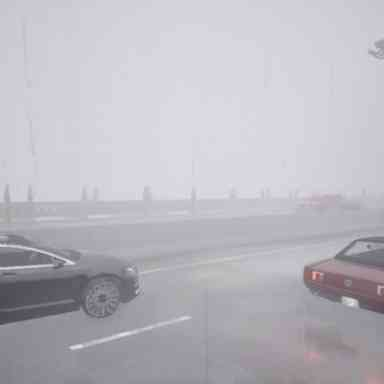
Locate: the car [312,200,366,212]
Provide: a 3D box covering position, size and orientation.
[{"bbox_3d":[11.358,1.579,25.071,4.181,1.385,1.994,0,0,-36],"label":"car"}]

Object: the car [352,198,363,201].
[{"bbox_3d":[18.442,1.527,38.761,4.892,1.490,1.837,0,0,-36],"label":"car"}]

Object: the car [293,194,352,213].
[{"bbox_3d":[11.360,1.240,29.382,5.566,2.045,2.150,0,0,-36],"label":"car"}]

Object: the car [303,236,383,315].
[{"bbox_3d":[4.535,1.605,7.014,4.718,1.301,1.895,0,0,-36],"label":"car"}]

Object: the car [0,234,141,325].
[{"bbox_3d":[-3.297,1.498,5.759,4.902,1.511,2.128,0,0,-35],"label":"car"}]
